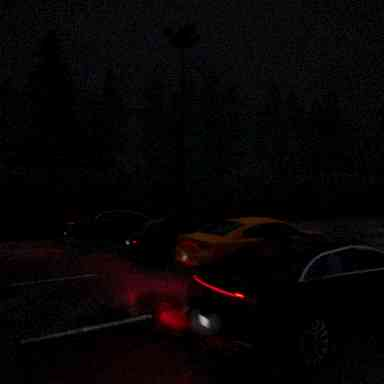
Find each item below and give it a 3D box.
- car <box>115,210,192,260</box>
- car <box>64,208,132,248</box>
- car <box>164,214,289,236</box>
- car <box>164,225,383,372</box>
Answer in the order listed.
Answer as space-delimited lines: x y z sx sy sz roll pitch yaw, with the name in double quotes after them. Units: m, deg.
-0.176 1.502 12.300 4.674 1.442 1.812 0 0 -30 "car"
-3.028 1.463 14.676 4.902 1.511 2.128 0 0 -30 "car"
1.950 1.459 9.474 5.008 1.535 1.882 0 0 -30 "car"
2.247 1.480 5.595 4.902 1.511 2.128 0 0 -30 "car"
